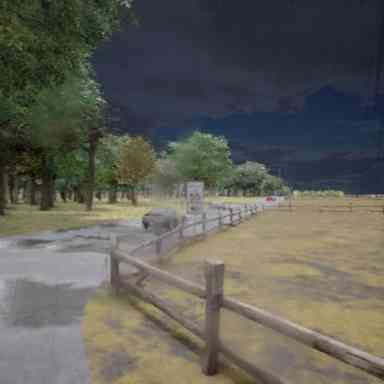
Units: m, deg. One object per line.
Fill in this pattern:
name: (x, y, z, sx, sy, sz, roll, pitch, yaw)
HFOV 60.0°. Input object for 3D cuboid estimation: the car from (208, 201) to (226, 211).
car: (3.913, 2.160, 52.168, 1.812, 1.442, 4.674, 0, -1, 18)

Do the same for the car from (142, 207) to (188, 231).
car: (-1.739, 1.806, 22.967, 2.128, 1.511, 4.902, 0, -1, 18)
